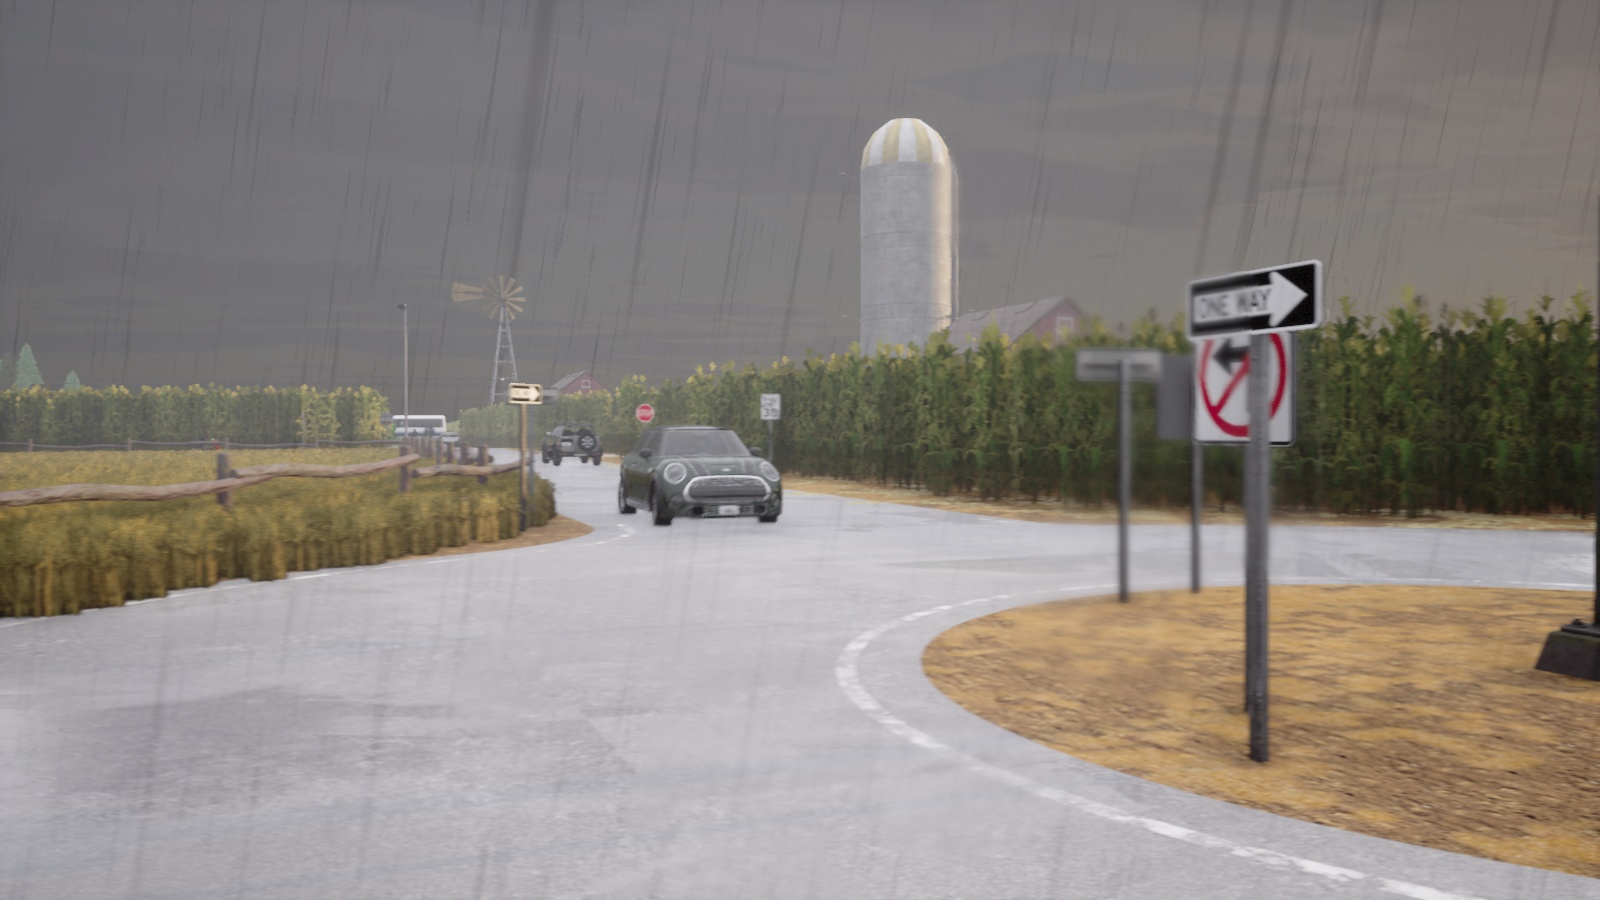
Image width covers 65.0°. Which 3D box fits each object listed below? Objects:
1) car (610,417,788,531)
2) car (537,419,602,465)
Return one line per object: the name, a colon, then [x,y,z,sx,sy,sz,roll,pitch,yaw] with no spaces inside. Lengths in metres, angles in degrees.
car: [-1.905,0.335,22.093,2.097,1.767,4.553,0,1,-18]
car: [-9.713,-0.369,52.674,1.932,1.855,4.605,0,1,-20]
